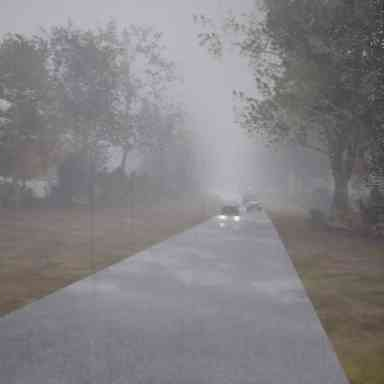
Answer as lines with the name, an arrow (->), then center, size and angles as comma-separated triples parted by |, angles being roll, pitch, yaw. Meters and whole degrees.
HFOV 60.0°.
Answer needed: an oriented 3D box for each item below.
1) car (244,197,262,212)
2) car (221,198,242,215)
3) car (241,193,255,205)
car -> 7.941, 1.799, 42.788 | 1.812, 1.442, 4.674 | 0, 1, 9
car -> 4.451, 1.755, 38.262 | 1.882, 1.535, 5.008 | 2, 0, 10
car -> 9.612, 1.154, 56.415 | 2.150, 2.045, 5.566 | 1, 2, 5
